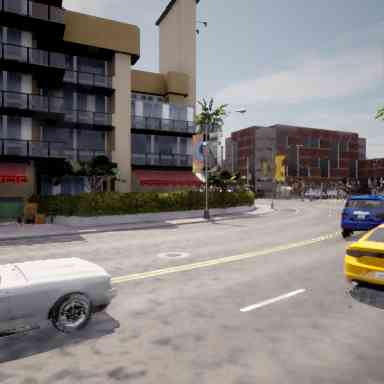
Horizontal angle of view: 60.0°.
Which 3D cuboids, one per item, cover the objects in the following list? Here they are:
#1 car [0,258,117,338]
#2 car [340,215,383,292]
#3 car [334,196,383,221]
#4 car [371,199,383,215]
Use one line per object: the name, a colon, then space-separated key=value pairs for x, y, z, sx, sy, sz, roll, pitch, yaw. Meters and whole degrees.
car: x=-3.640 y=1.595 z=5.095 sx=4.718 sy=1.301 sz=1.895 roll=0 pitch=0 yaw=-36
car: x=5.558 y=1.475 z=8.195 sx=5.008 sy=1.535 sz=1.882 roll=0 pitch=0 yaw=-42
car: x=9.430 y=1.214 z=17.107 sx=2.150 sy=2.045 sz=5.566 roll=0 pitch=0 yaw=41
car: x=19.743 y=1.478 z=33.885 sx=2.128 sy=1.511 sz=4.902 roll=0 pitch=0 yaw=23
